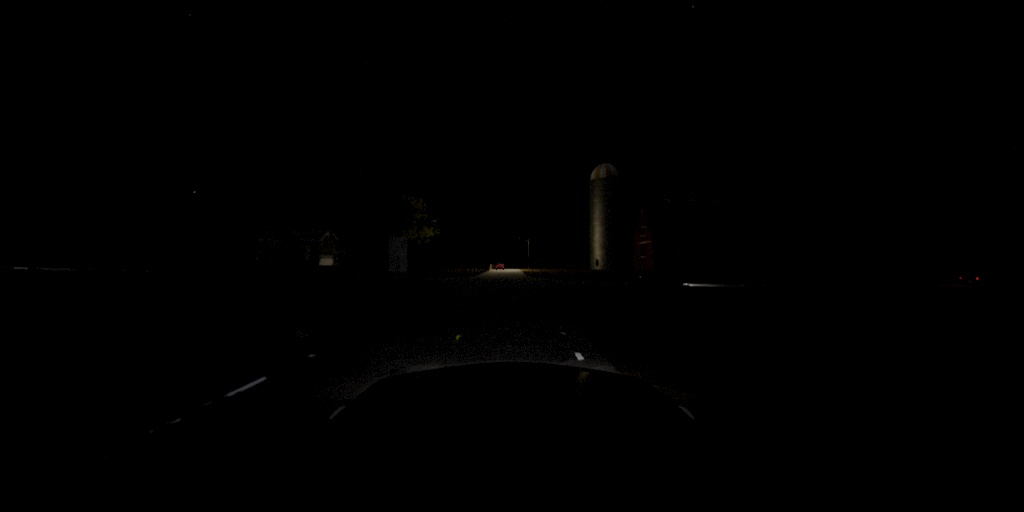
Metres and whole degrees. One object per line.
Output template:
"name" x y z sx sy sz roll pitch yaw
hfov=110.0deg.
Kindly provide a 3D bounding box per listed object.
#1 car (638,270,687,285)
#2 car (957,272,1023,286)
"car" 13.937 1.968 33.336 4.181 1.385 1.994 1 -1 0
"car" 44.827 2.109 33.367 4.718 1.301 1.895 0 -1 0
